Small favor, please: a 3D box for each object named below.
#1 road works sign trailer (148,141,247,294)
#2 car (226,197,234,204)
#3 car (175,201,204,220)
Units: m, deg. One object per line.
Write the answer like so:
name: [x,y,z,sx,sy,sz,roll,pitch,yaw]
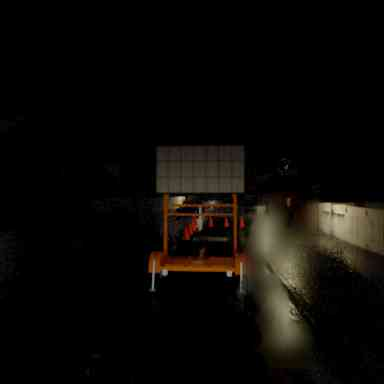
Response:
road works sign trailer: [0.228,0.465,8.849,2.380,3.560,2.880,0,0,5]
car: [8.043,1.660,68.776,2.033,1.411,5.357,0,0,7]
car: [-0.144,1.507,28.369,1.882,1.535,5.008,0,0,10]
